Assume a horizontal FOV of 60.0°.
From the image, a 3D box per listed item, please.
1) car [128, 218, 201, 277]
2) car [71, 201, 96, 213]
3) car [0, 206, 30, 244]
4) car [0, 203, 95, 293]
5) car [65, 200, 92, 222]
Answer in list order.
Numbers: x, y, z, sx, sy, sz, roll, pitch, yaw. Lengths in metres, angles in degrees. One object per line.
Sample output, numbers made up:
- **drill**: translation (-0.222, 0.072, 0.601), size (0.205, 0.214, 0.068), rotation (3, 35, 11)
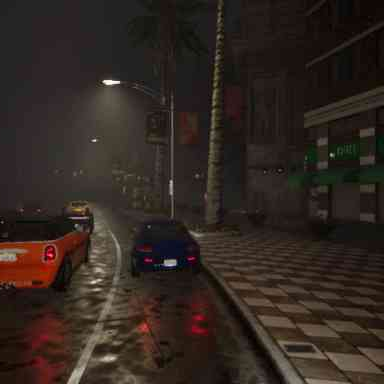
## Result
- **car**: translation (-0.947, 1.524, 10.194), size (1.812, 1.442, 4.674), rotation (0, 0, -11)
- **car**: translation (-6.407, 1.484, 18.430), size (2.128, 1.511, 4.902), rotation (0, 0, -16)
- **car**: translation (-9.423, 1.517, 16.443), size (1.812, 1.442, 4.674), rotation (0, 0, -16)
- **car**: translation (-4.058, 1.349, 8.868), size (2.097, 1.767, 4.553), rotation (0, 0, -9)
- **car**: translation (-9.281, 1.468, 27.444), size (1.882, 1.535, 5.008), rotation (0, 0, -18)
